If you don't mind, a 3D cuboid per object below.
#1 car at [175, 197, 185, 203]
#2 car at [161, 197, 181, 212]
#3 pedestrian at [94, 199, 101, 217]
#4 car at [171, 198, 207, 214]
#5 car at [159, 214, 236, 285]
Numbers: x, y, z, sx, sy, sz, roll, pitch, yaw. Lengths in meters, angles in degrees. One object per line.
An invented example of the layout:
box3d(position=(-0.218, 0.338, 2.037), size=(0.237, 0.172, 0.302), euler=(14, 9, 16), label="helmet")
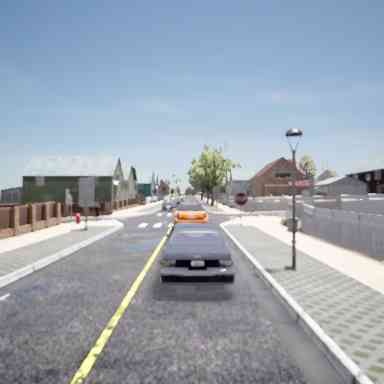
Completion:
box3d(position=(-2.753, 1.903, 77.020), size=(1.994, 1.385, 4.181), euler=(0, 0, 0), label="car")
box3d(position=(-2.843, 1.706, 42.737), size=(2.128, 1.511, 4.902), euler=(0, 0, 0), label="car")
box3d(position=(-9.693, 1.631, 33.978), size=(0.375, 1.860, 0.375), euler=(0, 0, 0), label="pedestrian")
box3d(position=(-0.149, 1.464, 21.525), size=(2.097, 1.767, 4.553), euler=(0, 0, -3), label="car")
box3d(position=(0.100, 1.600, 9.690), size=(2.033, 1.411, 5.357), euler=(0, 0, 0), label="car")
